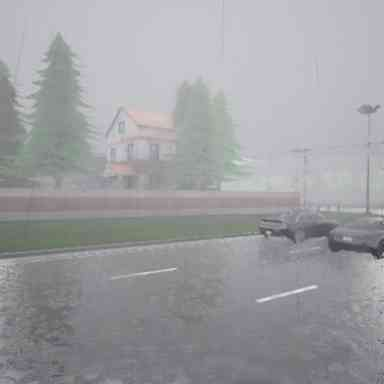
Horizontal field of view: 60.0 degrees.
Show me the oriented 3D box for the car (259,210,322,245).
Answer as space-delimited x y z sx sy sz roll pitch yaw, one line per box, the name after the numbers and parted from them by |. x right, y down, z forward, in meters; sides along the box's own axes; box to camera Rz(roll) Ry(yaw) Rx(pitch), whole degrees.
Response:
5.423 1.642 16.304 4.902 1.511 2.128 1 0 -35 | car

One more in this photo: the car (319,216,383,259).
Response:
7.361 1.712 13.387 4.181 1.385 1.994 1 0 -35 | car
